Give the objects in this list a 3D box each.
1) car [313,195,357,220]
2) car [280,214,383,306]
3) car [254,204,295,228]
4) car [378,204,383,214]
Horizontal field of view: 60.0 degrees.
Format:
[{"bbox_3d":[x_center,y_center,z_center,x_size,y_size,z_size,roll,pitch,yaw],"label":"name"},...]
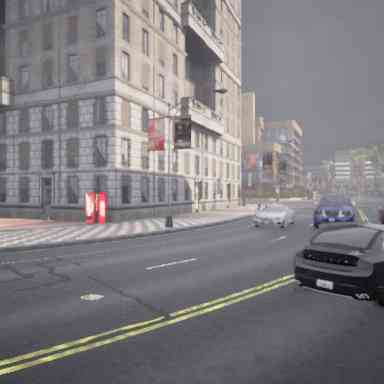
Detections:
[{"bbox_3d":[9.243,1.220,21.378,2.150,2.045,5.566,0,0,28],"label":"car"},{"bbox_3d":[4.235,1.505,8.066,1.837,1.490,4.892,1,1,45],"label":"car"},{"bbox_3d":[5.540,1.524,21.895,1.812,1.442,4.674,0,0,28],"label":"car"},{"bbox_3d":[14.418,1.476,23.639,1.882,1.535,5.008,0,0,27],"label":"car"}]
